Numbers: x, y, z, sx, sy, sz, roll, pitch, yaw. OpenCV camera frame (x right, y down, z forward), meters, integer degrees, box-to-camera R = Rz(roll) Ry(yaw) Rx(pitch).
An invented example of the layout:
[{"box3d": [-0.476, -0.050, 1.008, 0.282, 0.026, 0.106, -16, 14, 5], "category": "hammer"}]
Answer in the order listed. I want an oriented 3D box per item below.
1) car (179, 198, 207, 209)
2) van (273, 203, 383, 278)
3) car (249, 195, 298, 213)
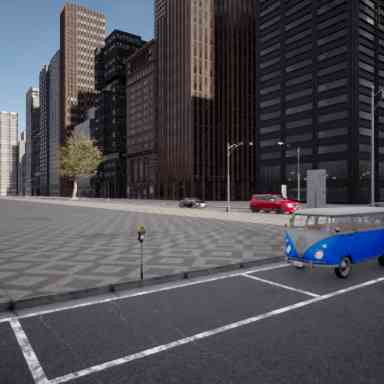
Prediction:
[{"box3d": [0.076, 1.590, 45.989, 2.128, 1.511, 4.902, 0, 0, -36], "category": "car"}, {"box3d": [4.456, 1.343, 9.834, 3.998, 1.788, 1.690, 0, 0, -36], "category": "van"}, {"box3d": [8.404, 1.286, 34.417, 2.150, 2.045, 5.566, 0, 0, -35], "category": "car"}]
